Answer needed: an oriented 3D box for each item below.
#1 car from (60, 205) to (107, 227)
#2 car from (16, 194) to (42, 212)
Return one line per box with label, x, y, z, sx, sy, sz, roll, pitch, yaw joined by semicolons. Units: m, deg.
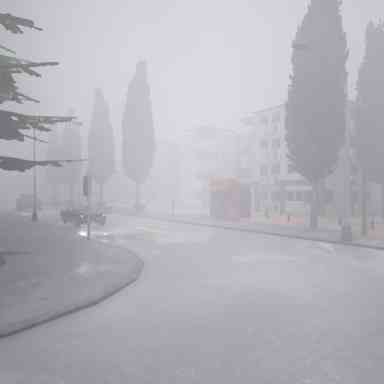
car;-7.561;1.599;22.977;1.895;1.301;4.718;0;0;-36
car;-19.365;1.222;39.439;2.150;2.045;5.566;0;0;-35
